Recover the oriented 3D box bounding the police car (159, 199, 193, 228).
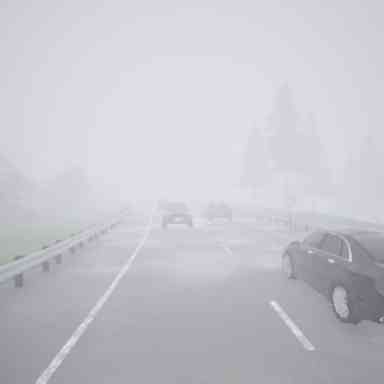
[{"bbox_3d":[-1.089,1.525,22.855,2.038,1.542,4.974,0,0,-5],"label":"police car"}]

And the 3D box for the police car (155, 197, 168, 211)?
[{"bbox_3d":[-3.496,1.464,41.075,1.930,1.638,5.238,0,0,-9],"label":"police car"}]

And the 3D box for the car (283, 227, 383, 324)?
[{"bbox_3d":[3.415,1.504,7.130,1.837,1.490,4.892,0,0,-2],"label":"car"}]

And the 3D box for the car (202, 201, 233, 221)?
[{"bbox_3d":[1.989,1.509,27.131,2.128,1.511,4.902,0,0,-6],"label":"car"}]
